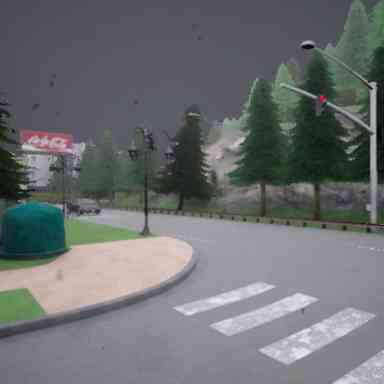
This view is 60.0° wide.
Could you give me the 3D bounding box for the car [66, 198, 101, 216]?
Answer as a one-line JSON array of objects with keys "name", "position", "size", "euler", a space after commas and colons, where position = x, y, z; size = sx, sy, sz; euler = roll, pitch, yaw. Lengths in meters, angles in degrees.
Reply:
[{"name": "car", "position": [-9.774, 1.297, 29.853], "size": [1.837, 1.490, 4.892], "euler": [-1, 0, -38]}]
